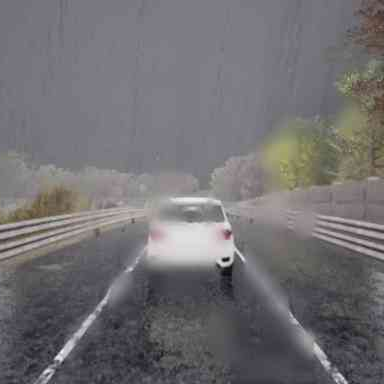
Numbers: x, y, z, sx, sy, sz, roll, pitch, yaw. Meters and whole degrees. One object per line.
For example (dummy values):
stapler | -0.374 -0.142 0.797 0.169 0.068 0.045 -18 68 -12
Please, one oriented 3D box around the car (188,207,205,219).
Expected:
car | 0.635 2.689 43.070 2.033 1.411 5.357 0 -3 3

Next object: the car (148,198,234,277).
car | -0.019 1.198 10.254 2.150 2.045 5.566 0 -1 0

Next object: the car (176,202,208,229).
car | 0.015 1.610 23.945 2.097 1.767 4.553 0 -2 1

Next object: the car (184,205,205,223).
car | 0.244 2.060 31.969 1.882 1.535 5.008 0 -3 1
